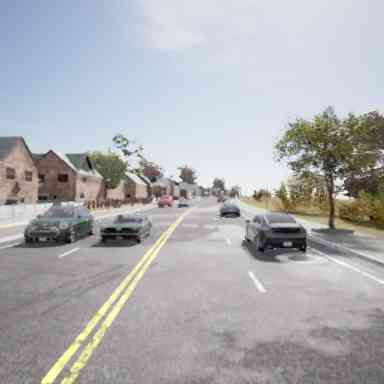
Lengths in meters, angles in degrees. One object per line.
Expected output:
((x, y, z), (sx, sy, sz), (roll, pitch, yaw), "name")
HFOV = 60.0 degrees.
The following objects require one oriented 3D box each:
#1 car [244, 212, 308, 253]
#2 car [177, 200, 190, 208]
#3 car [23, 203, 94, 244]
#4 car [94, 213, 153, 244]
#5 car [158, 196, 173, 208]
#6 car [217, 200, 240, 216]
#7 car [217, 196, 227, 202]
((3.482, 1.629, 14.388), (1.837, 1.490, 4.892), (0, 0, 1), "car")
((-1.431, 2.018, 57.672), (2.033, 1.411, 5.357), (0, 0, 4), "car")
((-6.423, 1.485, 16.645), (2.097, 1.767, 4.553), (0, 0, 1), "car")
((-3.175, 1.738, 16.830), (1.895, 1.301, 4.718), (0, 0, 1), "car")
((-4.619, 1.701, 58.676), (2.150, 2.045, 5.566), (0, 0, 4), "car")
((4.103, 1.862, 36.278), (1.994, 1.385, 4.181), (0, 0, 2), "car")
((7.544, 2.141, 87.816), (2.033, 1.649, 4.856), (0, 0, 6), "car")
